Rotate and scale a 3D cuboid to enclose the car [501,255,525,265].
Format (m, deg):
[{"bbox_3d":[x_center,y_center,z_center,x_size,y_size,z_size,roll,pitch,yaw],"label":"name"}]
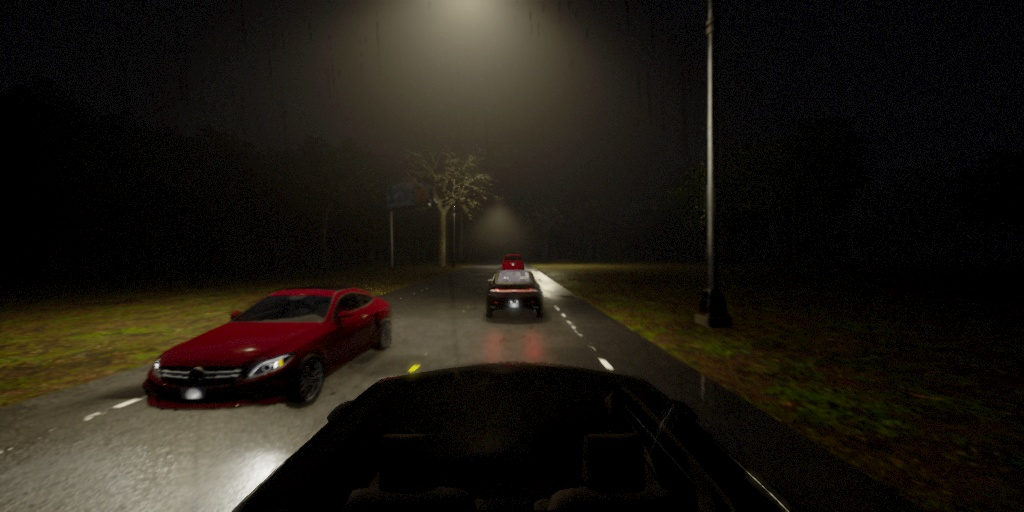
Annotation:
[{"bbox_3d":[0.093,0.870,36.318,2.150,2.045,5.566,0,1,0],"label":"car"}]

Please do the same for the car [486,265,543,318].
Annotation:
[{"bbox_3d":[0.079,1.264,13.231,2.128,1.511,4.902,0,0,0],"label":"car"}]

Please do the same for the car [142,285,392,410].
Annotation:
[{"bbox_3d":[-3.587,1.291,6.369,1.812,1.442,4.674,0,0,0],"label":"car"}]
